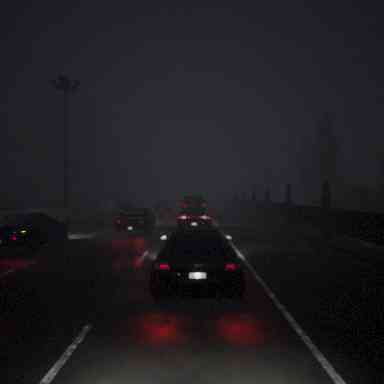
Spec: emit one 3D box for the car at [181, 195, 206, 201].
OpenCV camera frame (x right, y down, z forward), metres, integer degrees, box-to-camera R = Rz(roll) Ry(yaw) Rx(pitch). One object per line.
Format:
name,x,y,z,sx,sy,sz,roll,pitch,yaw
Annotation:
car,0.145,1.346,31.986,2.150,2.045,5.566,0,0,0

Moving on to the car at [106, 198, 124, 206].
car,-13.966,1.784,60.623,2.033,1.411,5.357,0,0,1

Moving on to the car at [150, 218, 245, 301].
car,0.112,1.598,8.452,1.994,1.385,4.181,0,0,0

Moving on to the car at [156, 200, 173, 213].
car,-3.340,1.681,39.561,1.812,1.442,4.674,0,-1,0

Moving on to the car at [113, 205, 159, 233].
car,-3.371,1.681,20.434,1.895,1.301,4.718,0,0,0

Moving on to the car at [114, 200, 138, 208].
car,-6.850,1.639,34.797,1.837,1.490,4.892,0,-1,0

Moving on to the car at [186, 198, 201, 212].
car,0.160,1.623,42.554,1.801,1.575,5.366,0,0,0

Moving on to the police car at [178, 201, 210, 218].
police car,0.129,1.585,20.433,2.038,1.542,4.974,0,0,0

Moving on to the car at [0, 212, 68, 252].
car,-6.880,1.581,14.133,1.812,1.442,4.674,0,0,0
